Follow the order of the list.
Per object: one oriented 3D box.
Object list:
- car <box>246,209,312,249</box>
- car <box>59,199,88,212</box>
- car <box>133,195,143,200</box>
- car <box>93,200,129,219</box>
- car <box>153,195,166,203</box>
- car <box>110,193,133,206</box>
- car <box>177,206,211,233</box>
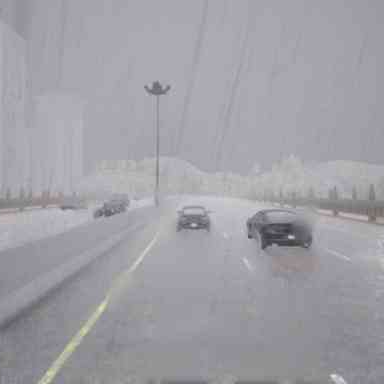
[{"bbox_3d":[3.603,1.480,14.510,1.882,1.535,5.008,0,0,0],"label":"car"},{"bbox_3d":[-14.077,1.552,40.058,2.033,1.411,5.357,0,0,0],"label":"car"},{"bbox_3d":[-13.396,1.320,81.868,2.097,1.767,4.553,0,0,2],"label":"car"},{"bbox_3d":[-7.090,1.604,28.846,1.895,1.301,4.718,0,0,0],"label":"car"},{"bbox_3d":[-6.755,1.349,69.362,2.097,1.767,4.553,0,0,1],"label":"car"},{"bbox_3d":[-10.555,1.230,48.637,2.150,2.045,5.566,0,0,0],"label":"car"},{"bbox_3d":[0.105,1.528,19.481,1.812,1.442,4.674,0,0,0],"label":"car"}]
